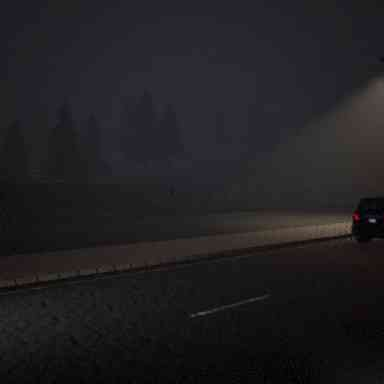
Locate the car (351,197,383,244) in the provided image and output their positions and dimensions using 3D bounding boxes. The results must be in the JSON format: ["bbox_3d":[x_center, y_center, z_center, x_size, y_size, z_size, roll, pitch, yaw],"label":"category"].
[{"bbox_3d":[9.297,1.221,14.677,5.566,2.045,2.150,0,0,-36],"label":"car"}]
